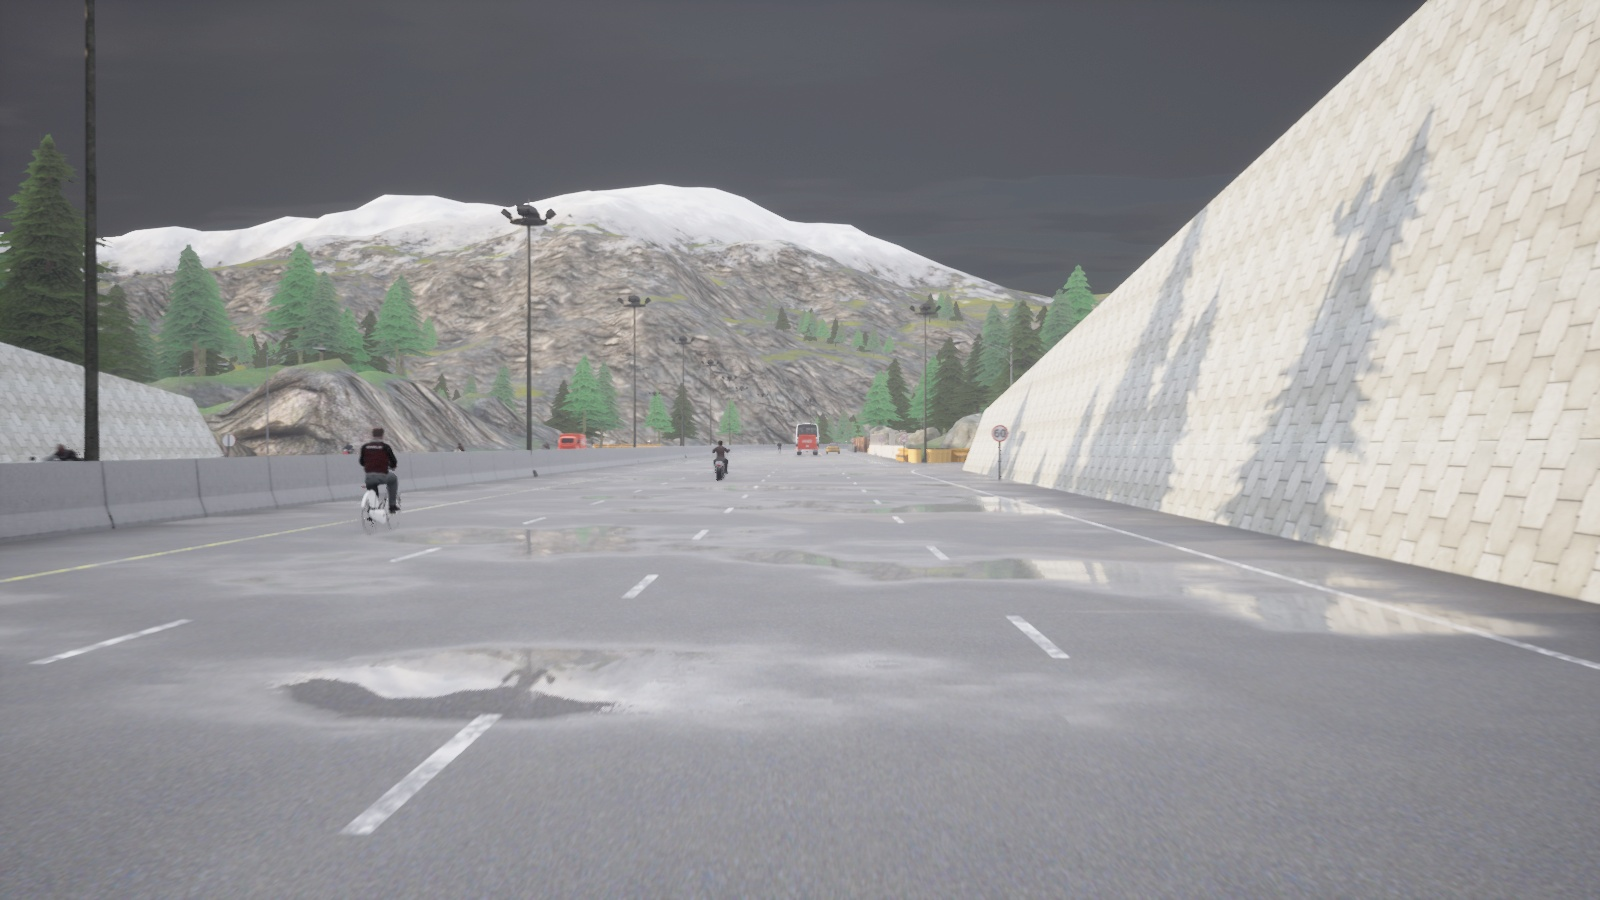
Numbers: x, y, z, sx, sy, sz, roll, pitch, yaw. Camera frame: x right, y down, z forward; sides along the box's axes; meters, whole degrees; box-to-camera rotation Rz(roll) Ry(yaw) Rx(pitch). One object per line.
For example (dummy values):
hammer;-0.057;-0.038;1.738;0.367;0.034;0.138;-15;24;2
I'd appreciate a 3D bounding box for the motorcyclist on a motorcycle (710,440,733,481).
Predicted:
motorcyclist on a motorcycle;-3.194;0.407;50.981;0.766;1.649;2.350;0;0;0

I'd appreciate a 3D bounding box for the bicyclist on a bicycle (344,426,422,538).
bicyclist on a bicycle;-6.866;0.494;20.771;0.659;1.776;1.843;0;1;0

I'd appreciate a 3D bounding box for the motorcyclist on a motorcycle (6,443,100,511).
motorcyclist on a motorcycle;-17.318;0.603;29.189;0.866;1.530;2.191;0;0;0
